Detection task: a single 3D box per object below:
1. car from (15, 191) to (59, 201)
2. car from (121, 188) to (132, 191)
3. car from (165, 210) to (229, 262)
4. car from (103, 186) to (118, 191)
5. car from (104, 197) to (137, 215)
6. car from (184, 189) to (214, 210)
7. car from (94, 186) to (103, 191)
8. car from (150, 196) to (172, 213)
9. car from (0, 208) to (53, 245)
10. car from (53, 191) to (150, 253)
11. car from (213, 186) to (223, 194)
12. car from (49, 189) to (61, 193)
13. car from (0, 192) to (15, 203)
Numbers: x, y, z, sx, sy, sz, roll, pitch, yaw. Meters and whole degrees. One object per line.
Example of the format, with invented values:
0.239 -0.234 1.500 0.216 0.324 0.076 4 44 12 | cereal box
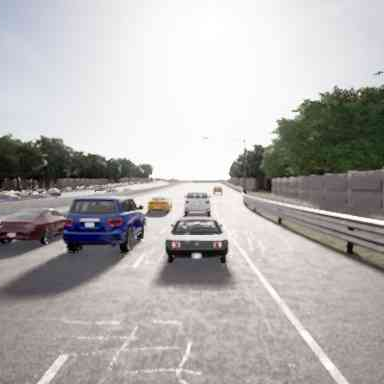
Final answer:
-16.975 0.993 36.734 1.837 1.490 4.892 0 2 2 | car
-15.073 -0.339 77.249 1.994 1.385 4.181 0 2 3 | car
0.172 1.535 11.848 1.895 1.301 4.718 0 1 1 | car
-18.568 -0.339 77.421 1.994 1.385 4.181 0 2 3 | car
-6.468 1.204 30.400 1.994 1.385 4.181 0 1 2 | car
0.482 0.901 28.518 2.150 2.045 5.566 0 1 2 | car
-21.956 -0.708 79.786 1.837 1.490 4.892 0 2 3 | car
-2.943 1.096 31.224 1.882 1.535 5.008 0 1 2 | car
-6.784 1.429 14.917 1.812 1.442 4.674 0 1 1 | car
-3.305 1.140 13.545 2.150 2.045 5.566 0 1 1 | car
5.613 -0.562 72.679 2.097 1.767 4.553 0 2 4 | car
-25.719 0.260 61.638 1.812 1.442 4.674 0 2 0 | car
-20.480 1.033 36.917 2.033 1.411 5.357 0 2 2 | car
